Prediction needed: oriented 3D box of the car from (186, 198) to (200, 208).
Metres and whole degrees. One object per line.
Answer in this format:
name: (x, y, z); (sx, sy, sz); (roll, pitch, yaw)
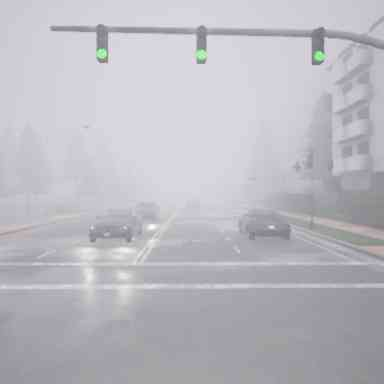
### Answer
car: (0.100, 1.550, 47.854); (1.994, 1.385, 4.181); (0, 0, 0)

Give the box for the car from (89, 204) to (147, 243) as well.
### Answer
car: (-3.583, 1.520, 16.333); (1.812, 1.442, 4.674); (0, 0, 0)

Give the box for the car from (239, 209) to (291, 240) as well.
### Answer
car: (3.601, 1.559, 17.081); (1.994, 1.385, 4.181); (0, 0, 0)

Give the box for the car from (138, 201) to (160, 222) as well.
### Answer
car: (-3.574, 1.497, 26.225); (1.837, 1.490, 4.892); (0, 0, 0)
